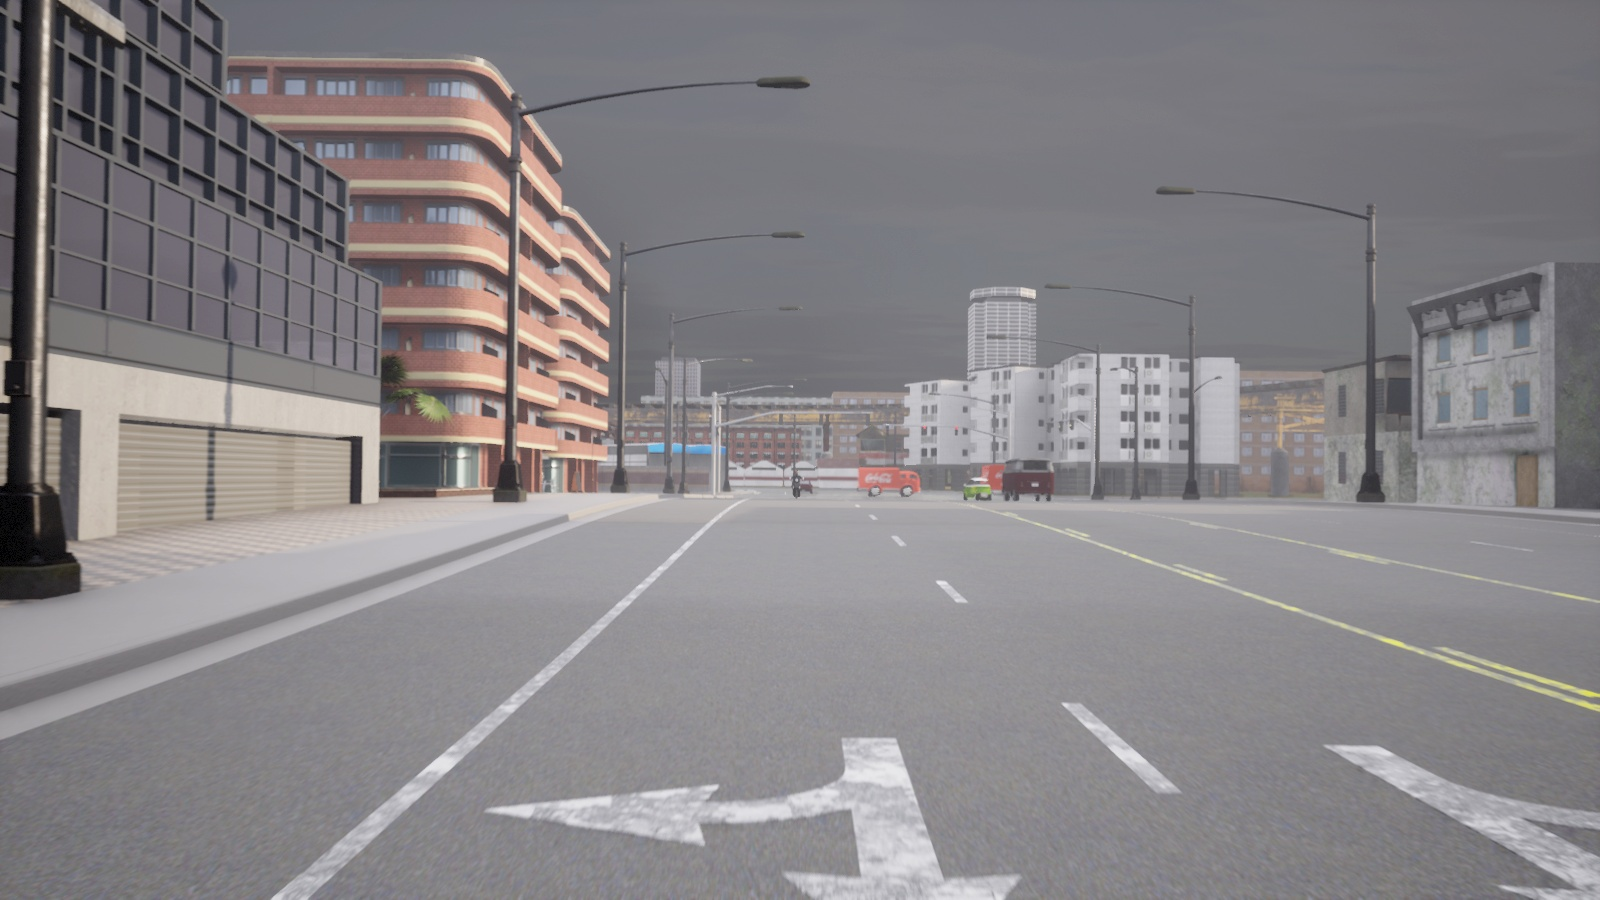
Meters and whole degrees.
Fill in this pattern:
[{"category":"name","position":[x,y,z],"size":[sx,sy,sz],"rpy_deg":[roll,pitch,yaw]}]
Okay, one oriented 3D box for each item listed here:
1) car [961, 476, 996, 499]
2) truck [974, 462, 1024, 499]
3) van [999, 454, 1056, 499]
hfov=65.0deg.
[{"category":"car","position":[10.675,2.255,75.223],"size":[1.481,1.376,2.207],"rpy_deg":[0,-2,-10]},{"category":"truck","position":[13.793,2.167,87.387],"size":[2.627,2.467,5.204],"rpy_deg":[0,-2,-1]},{"category":"van","position":[10.362,1.261,57.502],"size":[1.775,1.987,4.442],"rpy_deg":[0,-2,0]}]
